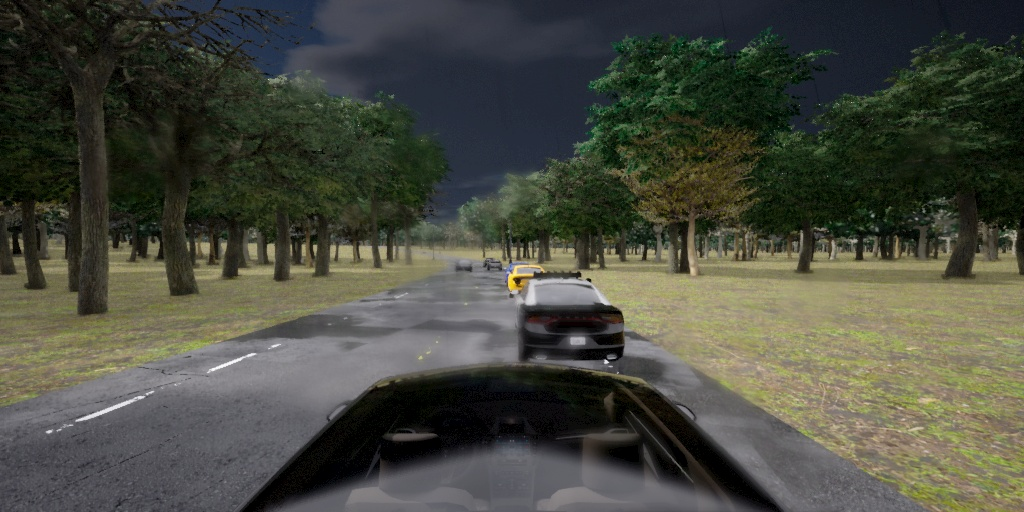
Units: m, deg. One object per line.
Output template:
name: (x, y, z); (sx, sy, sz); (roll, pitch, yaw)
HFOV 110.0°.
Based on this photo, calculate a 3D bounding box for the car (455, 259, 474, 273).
car: (-5.415, 1.136, 41.013); (1.882, 1.535, 5.008); (0, 0, -6)

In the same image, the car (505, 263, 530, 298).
car: (0.776, 1.203, 18.338); (1.882, 1.535, 5.008); (0, 0, -2)

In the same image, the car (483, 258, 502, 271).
car: (-2.352, 1.117, 47.493); (2.128, 1.511, 4.902); (0, 0, -6)

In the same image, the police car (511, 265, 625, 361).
police car: (1.032, 1.169, 8.382); (1.930, 1.638, 5.238); (0, 0, -1)
